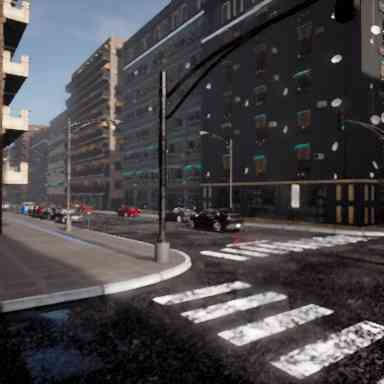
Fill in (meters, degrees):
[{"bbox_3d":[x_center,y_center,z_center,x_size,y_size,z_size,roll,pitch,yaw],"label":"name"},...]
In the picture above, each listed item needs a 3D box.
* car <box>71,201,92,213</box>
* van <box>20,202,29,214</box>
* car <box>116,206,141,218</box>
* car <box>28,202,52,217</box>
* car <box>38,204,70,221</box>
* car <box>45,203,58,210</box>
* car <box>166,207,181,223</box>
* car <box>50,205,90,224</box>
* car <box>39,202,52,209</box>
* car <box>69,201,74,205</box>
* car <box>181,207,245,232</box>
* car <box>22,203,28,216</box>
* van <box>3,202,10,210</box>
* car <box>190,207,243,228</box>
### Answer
[{"bbox_3d":[-17.836,2.702,54.826,1.887,1.381,4.507,-1,-1,-36],"label":"car"},{"bbox_3d":[-24.687,2.452,50.051,1.690,1.788,3.998,-1,-1,-36],"label":"van"},{"bbox_3d":[-7.931,2.361,41.021,1.887,1.381,4.507,-1,-1,-36],"label":"car"},{"bbox_3d":[-18.131,2.199,40.894,2.192,1.841,5.009,-1,-1,-36],"label":"car"},{"bbox_3d":[-14.986,2.336,36.213,1.947,1.339,4.313,-1,-1,-36],"label":"car"},{"bbox_3d":[-30.945,3.203,73.140,1.802,1.307,4.206,-1,-1,-36],"label":"car"},{"bbox_3d":[-1.292,2.145,31.924,2.008,1.369,4.403,-1,-1,-36],"label":"car"},{"bbox_3d":[-11.708,2.209,31.634,2.008,1.369,4.403,-1,-1,-36],"label":"car"},{"bbox_3d":[-34.226,3.179,77.718,1.967,1.590,4.097,-1,-1,-36],"label":"car"},{"bbox_3d":[-21.120,2.587,59.407,2.192,1.841,5.009,-1,-1,-36],"label":"car"},{"bbox_3d":[1.541,1.925,23.162,1.837,1.490,4.892,0,-1,-36],"label":"car"},{"bbox_3d":[-21.404,2.548,45.471,2.008,1.369,4.403,-1,-1,-36],"label":"car"},{"bbox_3d":[-41.075,3.033,72.946,1.690,1.788,3.998,-1,-1,-36],"label":"van"},{"bbox_3d":[1.934,2.038,27.432,2.008,1.369,4.403,-1,-1,-36],"label":"car"}]
